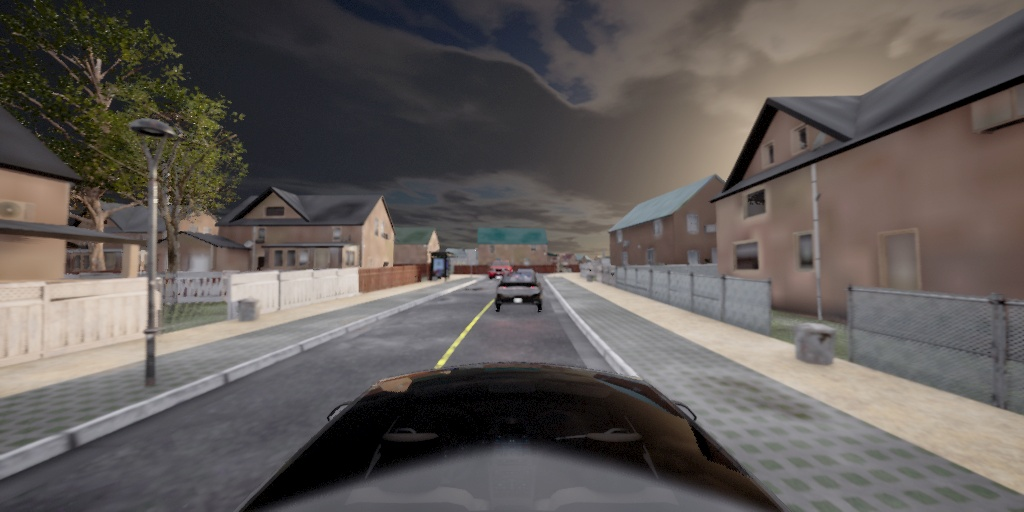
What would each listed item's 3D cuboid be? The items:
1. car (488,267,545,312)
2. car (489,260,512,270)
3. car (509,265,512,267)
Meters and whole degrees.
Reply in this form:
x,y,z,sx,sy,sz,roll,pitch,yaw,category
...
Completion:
x,y,z,sx,sy,sz,roll,pitch,yaw,category
0.352,1.404,15.286,2.128,1.511,4.902,0,-1,3,car
-1.197,1.456,38.605,2.150,2.045,5.566,0,-1,3,car
1.084,1.644,29.322,2.033,1.411,5.357,0,-1,3,car
